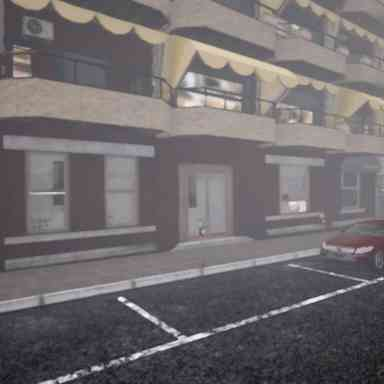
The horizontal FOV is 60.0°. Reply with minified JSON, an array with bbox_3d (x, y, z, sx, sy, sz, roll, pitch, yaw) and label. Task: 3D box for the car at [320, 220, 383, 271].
[{"bbox_3d":[5.928,1.581,10.809,4.206,1.307,1.802,0,-1,-36],"label":"car"}]
